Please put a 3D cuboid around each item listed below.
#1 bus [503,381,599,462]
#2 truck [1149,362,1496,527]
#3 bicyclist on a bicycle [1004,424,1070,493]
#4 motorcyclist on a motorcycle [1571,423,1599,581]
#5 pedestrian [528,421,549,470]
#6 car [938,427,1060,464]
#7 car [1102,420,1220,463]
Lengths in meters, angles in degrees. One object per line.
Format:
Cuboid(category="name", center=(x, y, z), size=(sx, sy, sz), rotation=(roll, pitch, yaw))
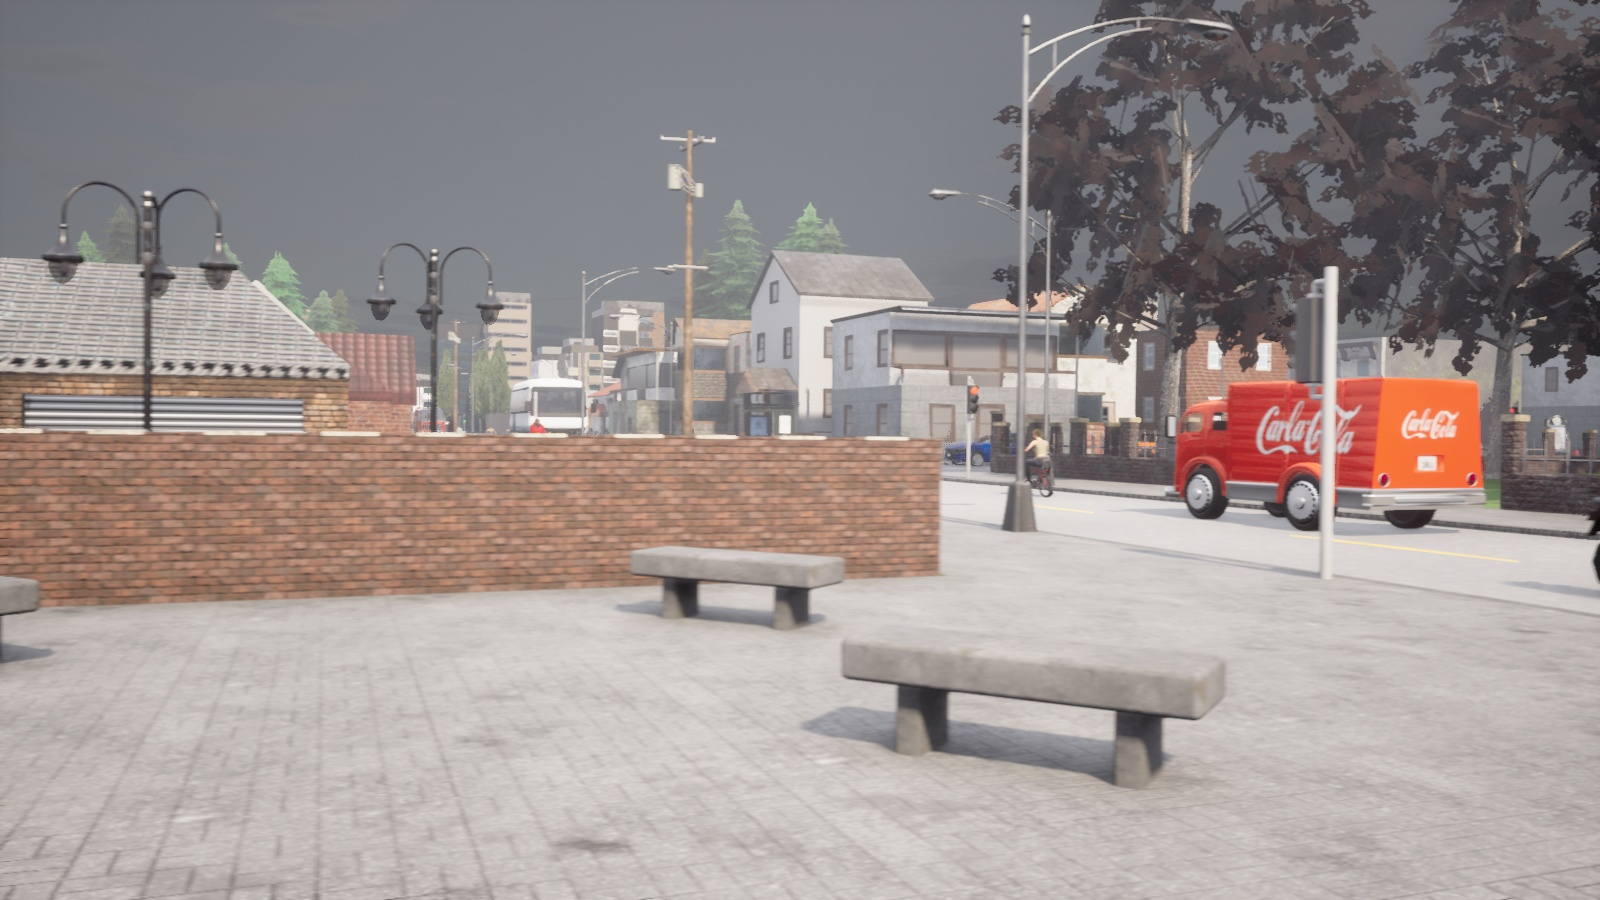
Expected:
Cuboid(category="bus", center=(-14.338, -1.590, 71.438), size=(3.944, 4.253, 10.273), rotation=(-1, 1, -19))
Cuboid(category="truck", center=(8.767, -0.137, 21.693), size=(2.627, 2.467, 5.204), rotation=(-1, 1, -22))
Cuboid(category="bicyclist on a bicycle", center=(5.642, 0.184, 29.980), size=(0.866, 1.612, 1.509), rotation=(-1, 1, -22))
Cuboid(category="motorcyclist on a motorcycle", center=(8.301, 0.503, 11.506), size=(0.797, 1.523, 2.044), rotation=(-1, 1, -21))
Cuboid(category="pedestrian", center=(-10.152, -0.180, 48.653), size=(0.634, 1.844, 0.899), rotation=(-1, 1, -21))
Cuboid(category="car", center=(8.804, -0.226, 55.554), size=(5.008, 1.535, 1.882), rotation=(-1, 1, -21))
Cuboid(category="car", center=(15.426, -0.386, 53.685), size=(4.553, 1.767, 2.097), rotation=(-1, 1, -23))
